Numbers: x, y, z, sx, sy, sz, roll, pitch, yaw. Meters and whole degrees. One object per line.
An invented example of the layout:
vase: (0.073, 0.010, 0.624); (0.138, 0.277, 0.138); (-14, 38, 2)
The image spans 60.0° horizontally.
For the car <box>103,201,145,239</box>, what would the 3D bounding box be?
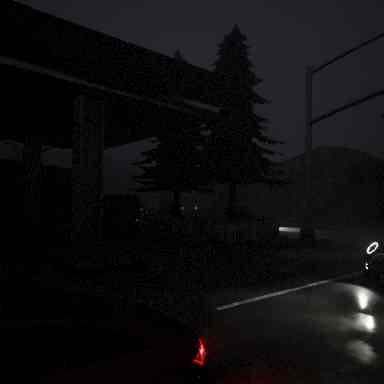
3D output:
car: (-4.521, 1.445, 18.298); (1.905, 1.878, 3.866); (1, 0, -36)

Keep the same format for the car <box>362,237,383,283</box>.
car: (6.503, 1.427, 8.725); (4.553, 1.767, 2.097); (1, 0, -34)

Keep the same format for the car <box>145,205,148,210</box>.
car: (-7.470, 1.662, 41.332); (2.033, 1.411, 5.357); (1, 0, -35)

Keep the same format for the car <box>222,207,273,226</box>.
car: (4.098, 1.814, 25.028); (1.994, 1.385, 4.181); (1, 0, -35)

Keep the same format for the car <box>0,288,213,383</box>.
car: (-1.843, 1.620, 2.692); (4.181, 1.385, 1.994); (1, -1, -36)

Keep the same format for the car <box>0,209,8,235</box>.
car: (-11.652, 1.520, 18.480); (2.242, 1.667, 4.611); (1, 0, -36)

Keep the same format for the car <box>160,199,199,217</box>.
car: (-1.321, 1.539, 32.667); (2.097, 1.767, 4.553); (1, 0, -36)
